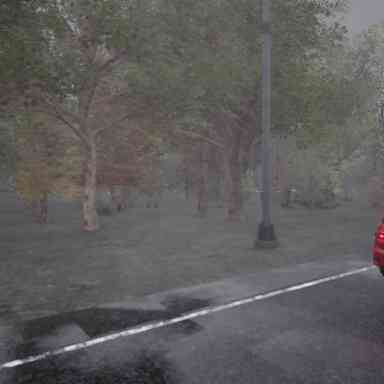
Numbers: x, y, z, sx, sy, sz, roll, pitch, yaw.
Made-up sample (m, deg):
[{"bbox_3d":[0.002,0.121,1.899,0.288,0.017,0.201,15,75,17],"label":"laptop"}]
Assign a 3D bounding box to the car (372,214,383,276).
[{"bbox_3d":[6.927,1.194,8.693,5.566,2.045,2.150,0,0,-36],"label":"car"}]
